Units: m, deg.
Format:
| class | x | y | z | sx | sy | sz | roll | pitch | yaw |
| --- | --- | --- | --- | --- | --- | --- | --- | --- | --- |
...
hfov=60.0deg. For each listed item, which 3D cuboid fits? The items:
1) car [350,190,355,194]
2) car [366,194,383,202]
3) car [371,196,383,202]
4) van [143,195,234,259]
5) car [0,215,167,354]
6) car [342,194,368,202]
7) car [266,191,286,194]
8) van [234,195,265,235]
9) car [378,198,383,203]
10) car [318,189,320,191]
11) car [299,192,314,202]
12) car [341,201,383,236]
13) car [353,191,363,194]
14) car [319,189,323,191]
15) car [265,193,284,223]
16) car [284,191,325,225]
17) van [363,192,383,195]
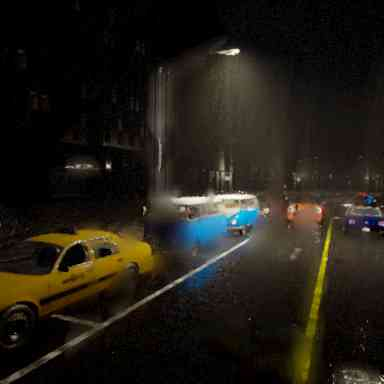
| class | x | y | z | sx | sy | sz | roll | pitch | yaw |
| --- | --- | --- | --- | --- | --- | --- | --- | --- | --- |
| car | 34.994 | 0.716 | 69.789 | 2.008 | 1.369 | 4.403 | 1 | 1 | 24 |
| car | 19.075 | 1.201 | 33.659 | 1.947 | 1.339 | 4.313 | 1 | 1 | 24 |
| car | 16.801 | 1.284 | 28.498 | 1.802 | 1.307 | 4.206 | 1 | 1 | 24 |
| van | -0.094 | 1.092 | 11.277 | 1.690 | 1.788 | 3.998 | 1 | 1 | 24 |
| car | -2.440 | 1.345 | 5.963 | 1.752 | 1.417 | 4.829 | 1 | 1 | 24 |
| car | 15.299 | 1.206 | 31.766 | 1.895 | 1.301 | 4.718 | 2 | 1 | 24 |
| car | 6.729 | 0.868 | 26.762 | 2.192 | 1.841 | 5.009 | 1 | 1 | 24 |
| van | 2.180 | 1.026 | 16.438 | 1.690 | 1.788 | 3.998 | 1 | 1 | 24 |
| car | 14.526 | 1.350 | 23.337 | 1.802 | 1.307 | 4.206 | 1 | 1 | 24 |
| car | 22.644 | 0.651 | 62.898 | 1.947 | 1.339 | 4.313 | 1 | 1 | 24 |
| car | 18.096 | 0.764 | 52.575 | 1.887 | 1.381 | 4.507 | 1 | 1 | 24 |
| car | 8.821 | 1.395 | 17.086 | 1.895 | 1.301 | 4.718 | 2 | 1 | 24 |
| car | 30.446 | 0.846 | 59.467 | 1.887 | 1.381 | 4.507 | 1 | 1 | 24 |
| car | 27.194 | 0.389 | 73.219 | 1.967 | 1.590 | 4.097 | 1 | 1 | 24 |
| car | 4.452 | 1.059 | 21.602 | 1.967 | 1.590 | 4.097 | 1 | 1 | 24 |
| car | 7.472 | 1.026 | 21.590 | 2.097 | 1.767 | 4.553 | 2 | 1 | 24 |
| van | 21.352 | 0.910 | 38.817 | 1.690 | 1.788 | 3.998 | 1 | 1 | 24 |
